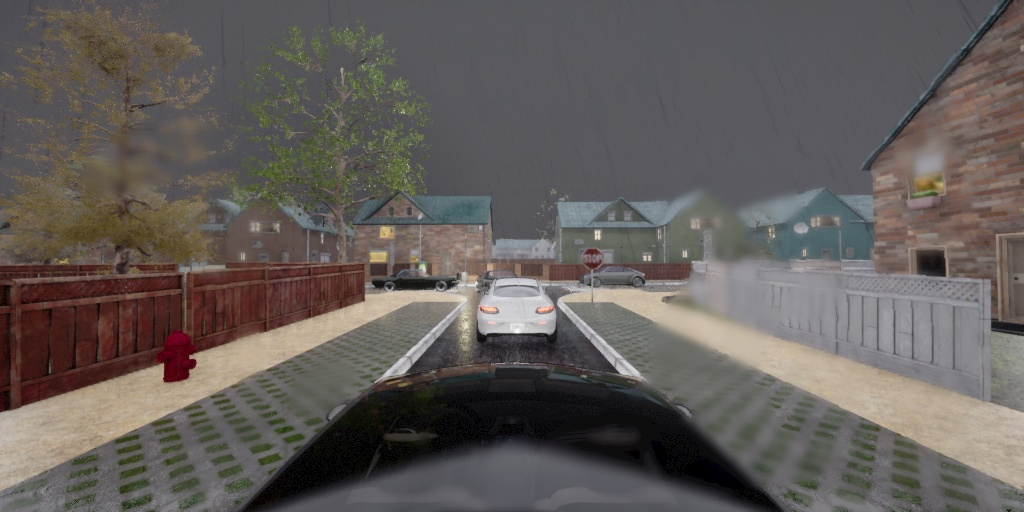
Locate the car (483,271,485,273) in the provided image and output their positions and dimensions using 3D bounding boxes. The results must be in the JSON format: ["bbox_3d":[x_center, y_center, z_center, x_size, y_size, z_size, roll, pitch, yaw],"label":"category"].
[{"bbox_3d":[-0.745,1.366,18.461,1.895,1.301,4.718,0,-1,-12],"label":"car"}]

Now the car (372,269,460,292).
[{"bbox_3d":[-5.469,1.416,20.849,4.718,1.301,1.895,-1,-1,1],"label":"car"}]

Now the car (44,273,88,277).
[{"bbox_3d":[-25.593,1.632,21.133,4.718,1.301,1.895,-1,-1,1],"label":"car"}]

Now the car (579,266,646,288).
[{"bbox_3d":[6.554,1.344,23.631,4.181,1.385,1.994,0,-1,1],"label":"car"}]

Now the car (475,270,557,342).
[{"bbox_3d":[0.109,1.279,9.642,1.812,1.442,4.674,0,0,0],"label":"car"}]

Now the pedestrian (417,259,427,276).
[{"bbox_3d":[-6.683,1.118,26.736,0.375,1.860,0.375,0,-1,1],"label":"pedestrian"}]
